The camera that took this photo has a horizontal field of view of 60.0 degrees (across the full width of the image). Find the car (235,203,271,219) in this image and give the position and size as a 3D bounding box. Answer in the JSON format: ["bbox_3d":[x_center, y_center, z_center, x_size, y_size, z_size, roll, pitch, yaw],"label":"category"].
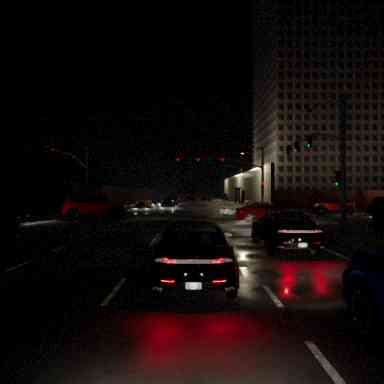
[{"bbox_3d":[5.556,1.561,24.993,4.674,1.442,1.812,0,0,0],"label":"car"}]

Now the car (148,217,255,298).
[{"bbox_3d":[0.046,1.491,8.470,2.128,1.511,4.902,0,0,0],"label":"car"}]

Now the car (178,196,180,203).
[{"bbox_3d":[-3.637,1.221,60.948,2.150,2.045,5.566,0,0,0],"label":"car"}]

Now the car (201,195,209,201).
[{"bbox_3d":[3.391,1.499,89.093,1.837,1.490,4.892,0,0,0],"label":"car"}]

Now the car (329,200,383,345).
[{"bbox_3d":[3.596,1.221,3.242,2.150,2.045,5.566,0,0,0],"label":"car"}]

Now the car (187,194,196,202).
[{"bbox_3d":[-0.096,1.346,78.741,2.097,1.767,4.553,0,0,0],"label":"car"}]

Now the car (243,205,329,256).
[{"bbox_3d":[3.565,1.491,13.088,2.128,1.511,4.902,0,0,0],"label":"car"}]

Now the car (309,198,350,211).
[{"bbox_3d":[14.989,1.407,35.726,4.553,1.767,2.097,0,0,0],"label":"car"}]

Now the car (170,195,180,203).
[{"bbox_3d":[-3.587,1.477,71.097,1.882,1.535,5.008,0,0,0],"label":"car"}]

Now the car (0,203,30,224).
[{"bbox_3d":[-14.734,1.559,24.925,4.892,1.490,1.837,0,0,0],"label":"car"}]

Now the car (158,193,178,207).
[{"bbox_3d":[-3.649,1.352,51.359,2.097,1.767,4.553,0,0,0],"label":"car"}]

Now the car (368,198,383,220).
[{"bbox_3d":[17.971,1.407,28.538,4.553,1.767,2.097,0,0,0],"label":"car"}]

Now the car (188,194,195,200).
[{"bbox_3d":[-0.109,1.327,88.994,1.837,1.490,4.892,0,0,0],"label":"car"}]

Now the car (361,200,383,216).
[{"bbox_3d":[19.374,1.533,32.239,5.008,1.535,1.882,0,0,0],"label":"car"}]

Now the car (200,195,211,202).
[{"bbox_3d":[3.404,1.524,78.788,1.812,1.442,4.674,0,0,0],"label":"car"}]

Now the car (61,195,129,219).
[{"bbox_3d":[-8.219,1.246,28.448,5.566,2.045,2.150,0,0,0],"label":"car"}]

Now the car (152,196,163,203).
[{"bbox_3d":[-7.085,1.600,68.729,1.895,1.301,4.718,0,0,0],"label":"car"}]

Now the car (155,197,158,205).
[{"bbox_3d":[-7.151,1.477,58.566,1.882,1.535,5.008,0,0,0],"label":"car"}]

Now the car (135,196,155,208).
[{"bbox_3d":[-7.151,1.477,49.244,1.882,1.535,5.008,0,0,0],"label":"car"}]
